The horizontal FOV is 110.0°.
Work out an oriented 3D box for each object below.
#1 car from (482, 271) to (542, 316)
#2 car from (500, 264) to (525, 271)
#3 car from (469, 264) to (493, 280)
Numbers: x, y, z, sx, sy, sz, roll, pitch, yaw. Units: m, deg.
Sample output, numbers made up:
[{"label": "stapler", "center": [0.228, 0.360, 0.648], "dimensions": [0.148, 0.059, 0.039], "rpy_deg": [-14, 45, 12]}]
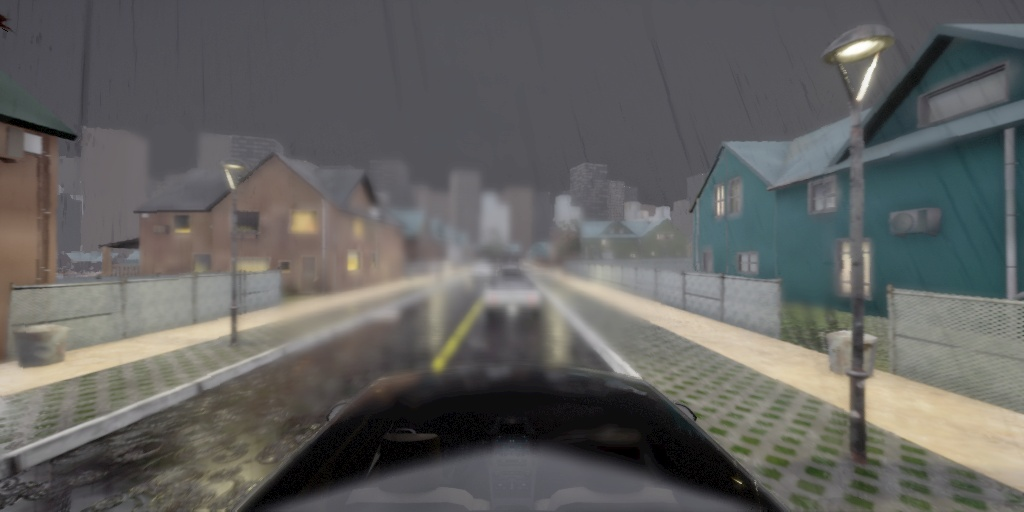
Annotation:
[{"label": "car", "center": [0.044, 1.436, 13.734], "dimensions": [1.895, 1.301, 4.718], "rpy_deg": [0, 0, 1]}, {"label": "car", "center": [0.051, 1.426, 29.369], "dimensions": [1.882, 1.535, 5.008], "rpy_deg": [0, 0, 0]}, {"label": "car", "center": [-2.796, 1.510, 34.398], "dimensions": [1.812, 1.442, 4.674], "rpy_deg": [0, -1, 0]}]
